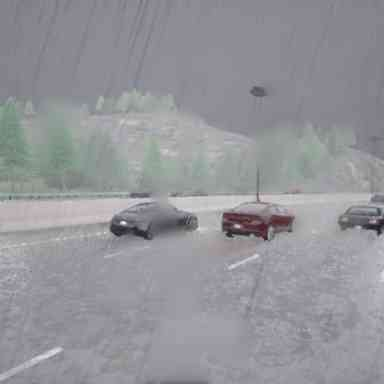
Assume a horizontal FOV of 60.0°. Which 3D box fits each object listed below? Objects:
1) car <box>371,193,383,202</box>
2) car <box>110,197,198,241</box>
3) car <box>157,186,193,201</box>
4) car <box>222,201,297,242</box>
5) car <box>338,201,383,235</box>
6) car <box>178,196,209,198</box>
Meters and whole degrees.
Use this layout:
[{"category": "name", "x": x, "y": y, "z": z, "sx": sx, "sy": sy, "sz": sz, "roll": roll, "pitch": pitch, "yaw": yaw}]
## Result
[{"category": "car", "x": 28.910, "y": 0.940, "z": 50.697, "sx": 2.128, "sy": 1.511, "sz": 4.902, "roll": 3, "pitch": 2, "yaw": 44}, {"category": "car", "x": -1.481, "y": 1.138, "z": 14.306, "sx": 1.994, "sy": 1.385, "sz": 4.181, "roll": 2, "pitch": 2, "yaw": 34}, {"category": "car", "x": -2.112, "y": 0.164, "z": 42.997, "sx": 2.097, "sy": 1.767, "sz": 4.553, "roll": 3, "pitch": 2, "yaw": 40}, {"category": "car", "x": 3.177, "y": 1.162, "z": 14.884, "sx": 1.882, "sy": 1.535, "sz": 5.008, "roll": 2, "pitch": 2, "yaw": 35}, {"category": "car", "x": 9.260, "y": 1.380, "z": 17.579, "sx": 1.895, "sy": 1.301, "sz": 4.718, "roll": 3, "pitch": 2, "yaw": 37}, {"category": "car", "x": 0.282, "y": 0.447, "z": 40.441, "sx": 1.837, "sy": 1.490, "sz": 4.892, "roll": 3, "pitch": 2, "yaw": 40}]
